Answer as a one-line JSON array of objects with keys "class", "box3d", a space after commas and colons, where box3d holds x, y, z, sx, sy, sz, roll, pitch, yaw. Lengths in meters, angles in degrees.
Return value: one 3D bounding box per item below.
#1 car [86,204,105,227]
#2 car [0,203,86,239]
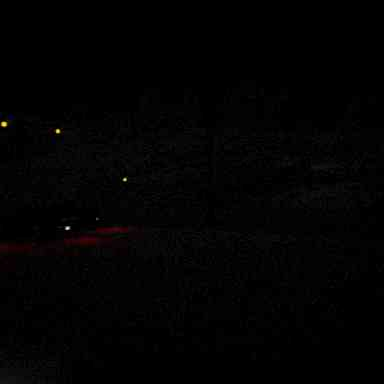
[{"class": "car", "box3d": [-7.751, 1.421, 20.827, 5.008, 1.535, 1.882, 0, 0, 29]}, {"class": "car", "box3d": [-8.020, 1.458, 16.980, 4.892, 1.490, 1.837, 0, 0, 29]}]
